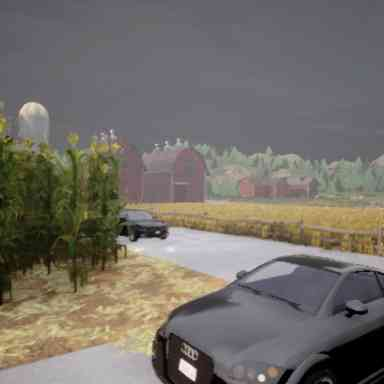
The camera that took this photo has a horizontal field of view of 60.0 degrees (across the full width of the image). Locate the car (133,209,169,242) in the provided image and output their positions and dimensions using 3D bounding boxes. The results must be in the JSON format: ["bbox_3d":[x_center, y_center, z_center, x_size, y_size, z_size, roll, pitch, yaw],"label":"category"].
[{"bbox_3d":[-3.044,1.663,17.729,1.882,1.535,5.008,1,-1,-35],"label":"car"}]

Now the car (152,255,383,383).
[{"bbox_3d":[1.581,1.628,4.501,4.181,1.385,1.994,1,-1,-35],"label":"car"}]

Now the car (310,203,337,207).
[{"bbox_3d":[25.002,2.757,63.180,1.895,1.301,4.718,1,-1,-35],"label":"car"}]
